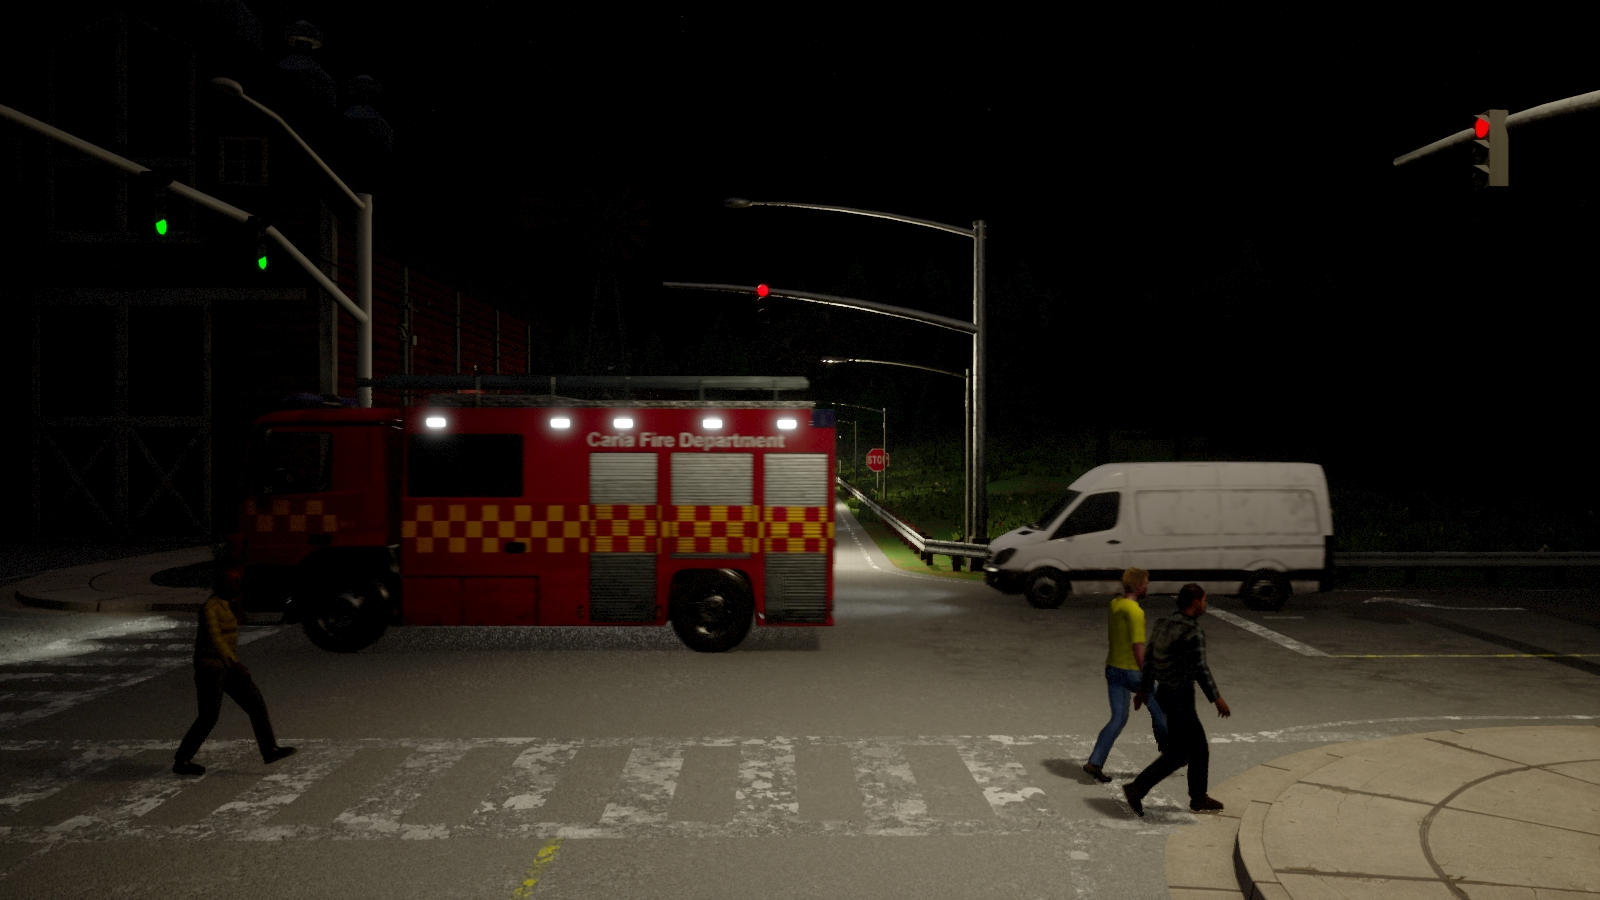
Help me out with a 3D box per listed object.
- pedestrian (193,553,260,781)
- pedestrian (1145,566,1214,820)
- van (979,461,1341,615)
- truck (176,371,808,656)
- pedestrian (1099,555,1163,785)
[{"bbox_3d":[-4.862,1.825,9.698,0.375,1.860,0.375,0,0,0],"label":"pedestrian"},{"bbox_3d":[2.903,1.839,8.747,0.375,1.860,0.375,0,0,-7],"label":"pedestrian"},{"bbox_3d":[6.274,1.497,20.531,5.915,2.561,1.988,0,0,6],"label":"van"},{"bbox_3d":[-4.164,0.865,16.860,8.468,3.827,2.891,0,0,-1],"label":"truck"},{"bbox_3d":[2.795,1.835,9.655,0.375,1.860,0.375,0,0,-15],"label":"pedestrian"}]
